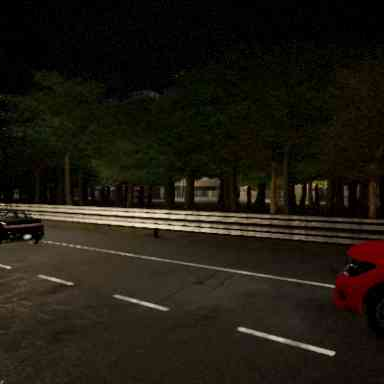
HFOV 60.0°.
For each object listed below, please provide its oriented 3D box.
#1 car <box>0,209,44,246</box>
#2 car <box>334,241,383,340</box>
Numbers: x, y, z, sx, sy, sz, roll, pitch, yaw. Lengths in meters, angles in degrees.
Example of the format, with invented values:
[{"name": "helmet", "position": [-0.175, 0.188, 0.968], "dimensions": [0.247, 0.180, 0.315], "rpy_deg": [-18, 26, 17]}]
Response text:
[{"name": "car", "position": [-8.214, 1.494, 14.038], "dimensions": [4.902, 1.511, 2.128], "rpy_deg": [0, 0, 36]}, {"name": "car", "position": [5.018, 1.223, 4.590], "dimensions": [5.566, 2.045, 2.150], "rpy_deg": [0, 0, 35]}]
